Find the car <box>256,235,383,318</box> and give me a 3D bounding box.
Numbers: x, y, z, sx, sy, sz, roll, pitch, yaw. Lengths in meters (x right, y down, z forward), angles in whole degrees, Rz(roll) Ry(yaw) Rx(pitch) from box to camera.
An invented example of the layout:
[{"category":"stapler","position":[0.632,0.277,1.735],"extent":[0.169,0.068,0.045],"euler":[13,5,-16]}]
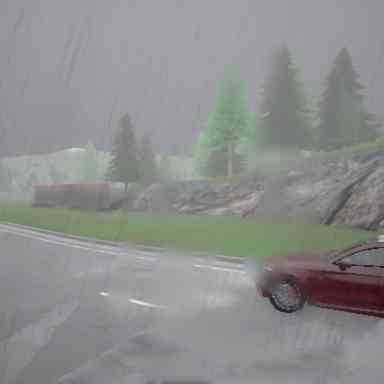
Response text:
[{"category":"car","position":[3.515,1.526,6.045],"extent":[4.674,1.442,1.812],"euler":[0,0,32]}]
